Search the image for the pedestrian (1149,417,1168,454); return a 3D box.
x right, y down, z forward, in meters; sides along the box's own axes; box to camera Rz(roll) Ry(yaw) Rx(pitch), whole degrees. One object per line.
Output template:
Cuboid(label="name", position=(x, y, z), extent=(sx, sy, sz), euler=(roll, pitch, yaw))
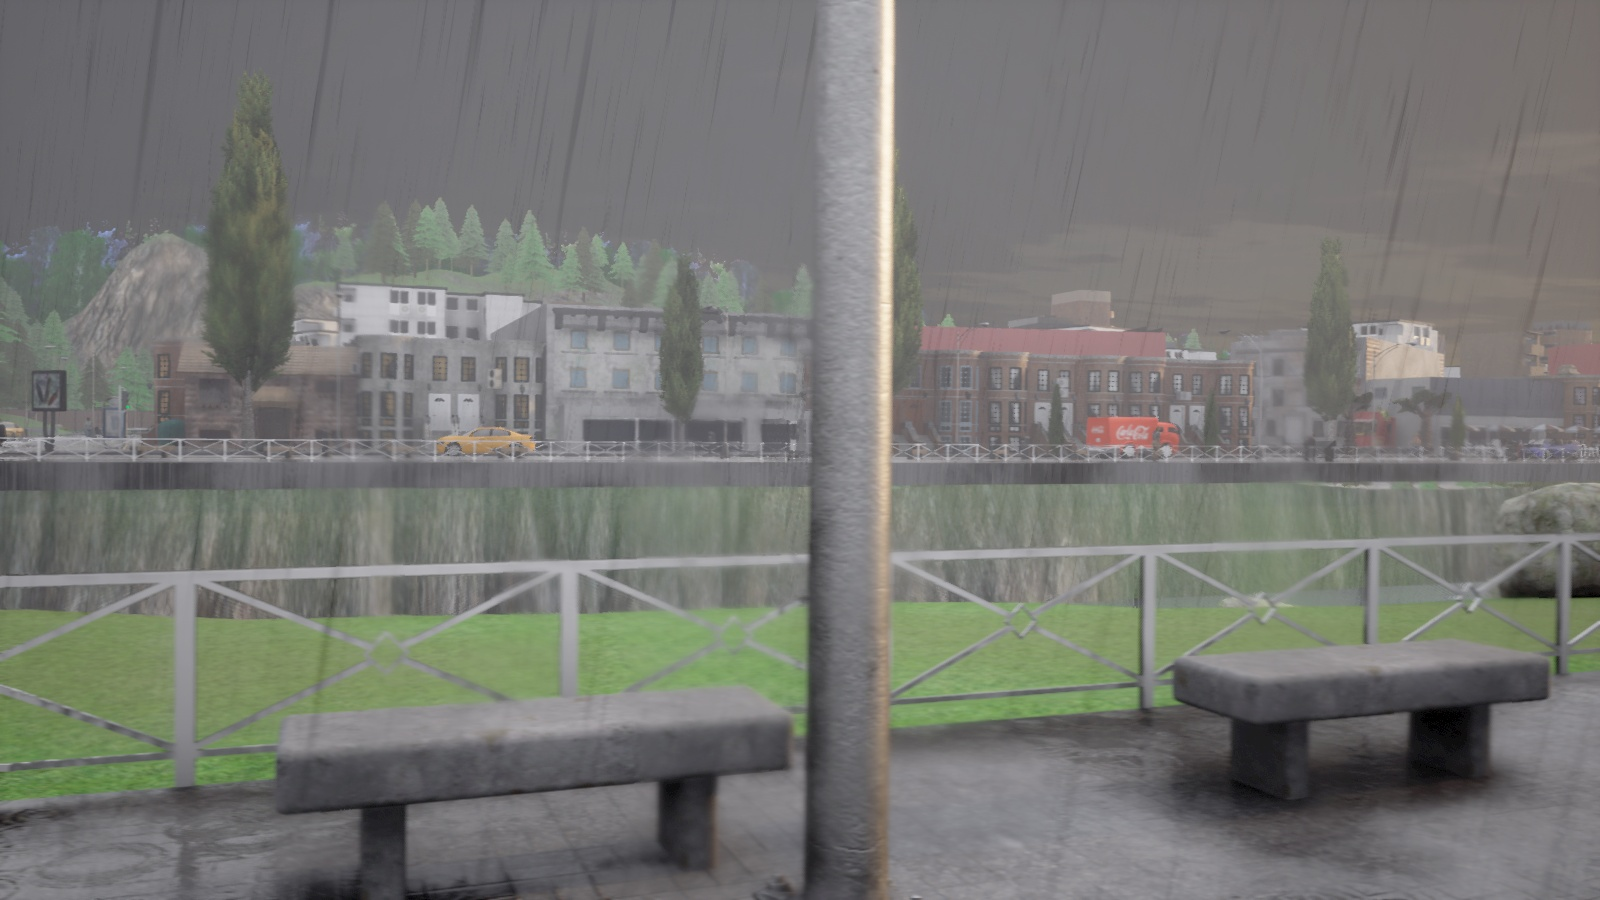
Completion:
Cuboid(label="pedestrian", position=(17.958, -0.710, 62.932), extent=(0.694, 1.848, 0.540), euler=(-1, 1, -21))

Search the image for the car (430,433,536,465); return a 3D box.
Cuboid(label="car", position=(-16.038, -0.086, 63.623), extent=(5.008, 1.535, 1.882), euler=(-1, 1, -21))

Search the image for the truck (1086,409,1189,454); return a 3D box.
Cuboid(label="truck", position=(19.565, -1.086, 72.869), extent=(5.204, 2.467, 2.627), euler=(-1, 1, -21))

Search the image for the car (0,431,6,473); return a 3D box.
Cuboid(label="car", position=(-37.598, 0.124, 55.037), extent=(4.605, 1.855, 1.932), euler=(-1, 1, -29))
